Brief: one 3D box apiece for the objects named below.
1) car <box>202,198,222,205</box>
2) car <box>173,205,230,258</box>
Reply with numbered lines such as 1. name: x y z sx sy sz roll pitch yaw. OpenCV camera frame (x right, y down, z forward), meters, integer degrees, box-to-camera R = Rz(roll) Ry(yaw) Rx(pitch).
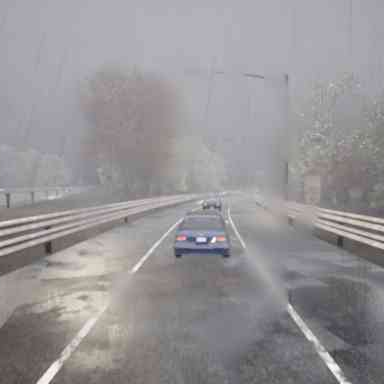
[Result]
1. car: 2.164 1.230 34.396 1.895 1.301 4.718 0 1 6
2. car: 0.397 1.420 12.255 2.033 1.411 5.357 0 1 3
